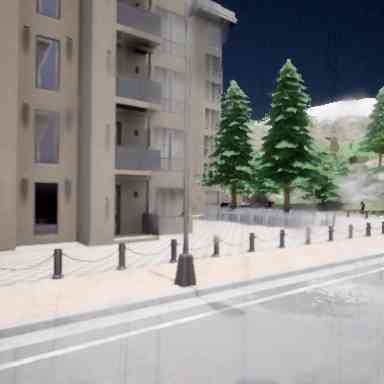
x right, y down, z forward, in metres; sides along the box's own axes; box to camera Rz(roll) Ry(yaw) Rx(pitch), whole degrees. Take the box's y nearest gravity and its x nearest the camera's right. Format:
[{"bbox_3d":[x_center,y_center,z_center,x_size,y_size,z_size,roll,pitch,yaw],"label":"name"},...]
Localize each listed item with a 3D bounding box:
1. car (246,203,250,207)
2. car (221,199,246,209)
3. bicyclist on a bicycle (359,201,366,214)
[{"bbox_3d":[7.242,2.025,55.028,1.895,1.301,4.718,1,0,-35],"label":"car"},{"bbox_3d":[5.521,1.879,51.361,2.128,1.511,4.902,1,-1,-35],"label":"car"},{"bbox_3d":[21.172,1.914,41.317,1.656,1.620,0.582,0,0,-35],"label":"bicyclist on a bicycle"}]
